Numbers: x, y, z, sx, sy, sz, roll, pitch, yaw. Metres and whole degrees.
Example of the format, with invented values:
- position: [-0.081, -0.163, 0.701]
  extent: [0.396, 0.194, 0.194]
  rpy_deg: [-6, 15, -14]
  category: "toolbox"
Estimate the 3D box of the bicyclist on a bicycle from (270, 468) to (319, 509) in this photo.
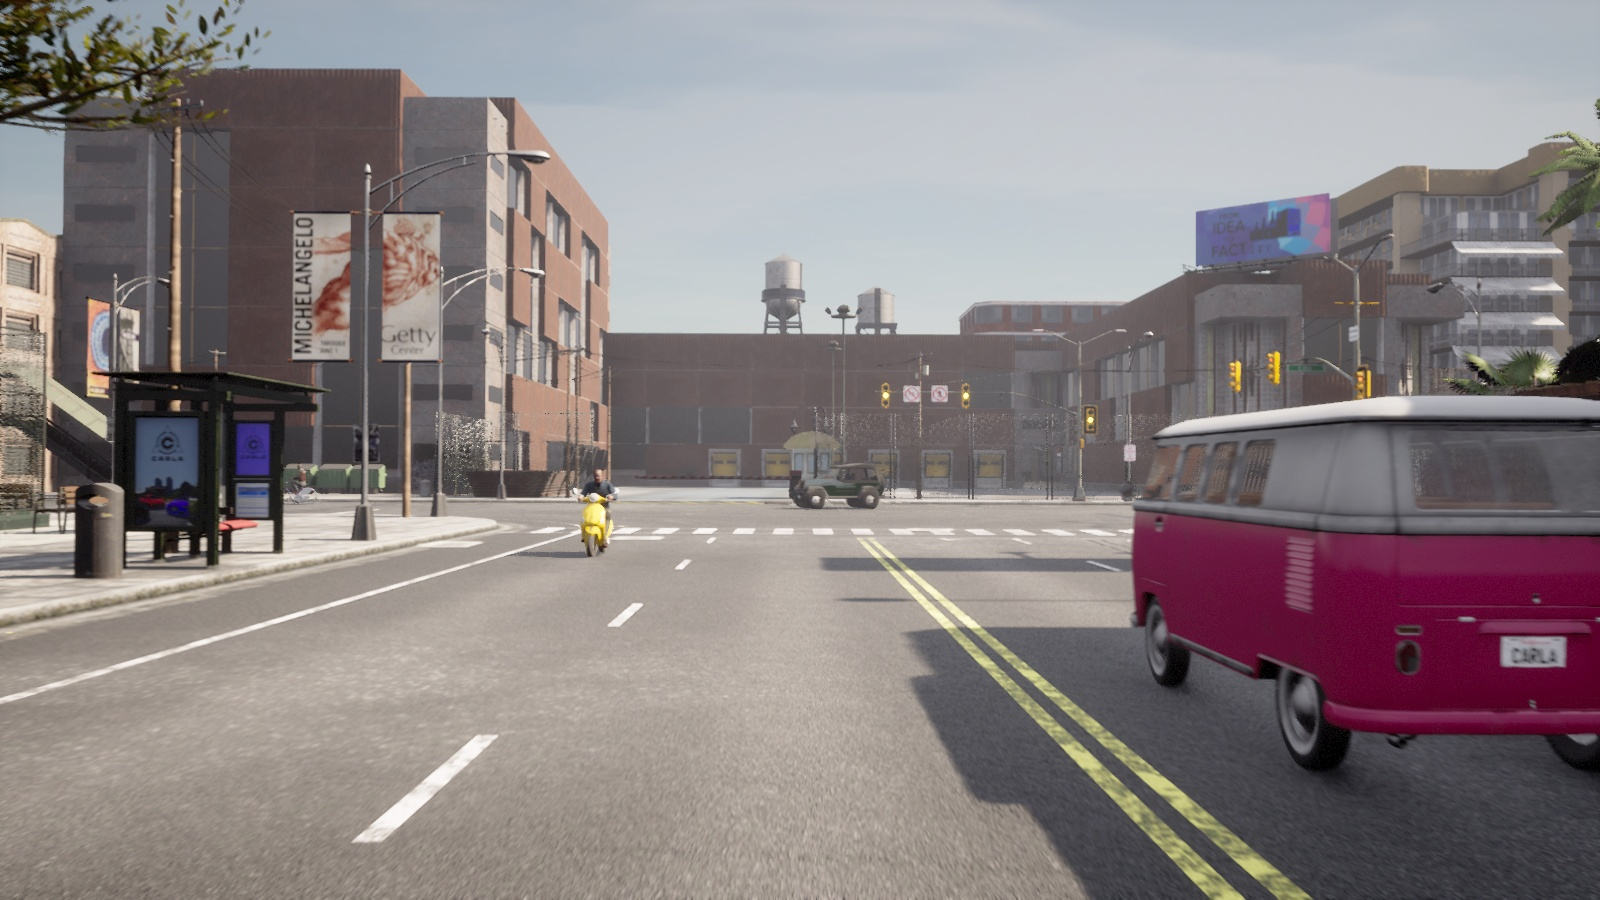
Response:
- position: [-21.988, 1.688, 54.640]
  extent: [1.843, 1.776, 0.659]
  rpy_deg: [0, -1, 0]
  category: "bicyclist on a bicycle"

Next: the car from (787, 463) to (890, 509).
- position: [1.570, 1.477, 52.088]
  extent: [3.866, 1.878, 1.905]
  rpy_deg: [0, -1, -16]
  category: "car"

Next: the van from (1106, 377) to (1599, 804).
- position: [3.425, 0.690, 8.095]
  extent: [1.775, 1.987, 4.442]
  rpy_deg: [0, -1, 0]
  category: "van"

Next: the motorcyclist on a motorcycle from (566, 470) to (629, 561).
- position: [-3.686, 1.167, 22.951]
  extent: [0.866, 1.590, 1.817]
  rpy_deg: [0, -1, 0]
  category: "motorcyclist on a motorcycle"
